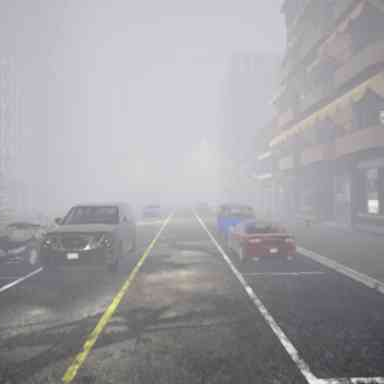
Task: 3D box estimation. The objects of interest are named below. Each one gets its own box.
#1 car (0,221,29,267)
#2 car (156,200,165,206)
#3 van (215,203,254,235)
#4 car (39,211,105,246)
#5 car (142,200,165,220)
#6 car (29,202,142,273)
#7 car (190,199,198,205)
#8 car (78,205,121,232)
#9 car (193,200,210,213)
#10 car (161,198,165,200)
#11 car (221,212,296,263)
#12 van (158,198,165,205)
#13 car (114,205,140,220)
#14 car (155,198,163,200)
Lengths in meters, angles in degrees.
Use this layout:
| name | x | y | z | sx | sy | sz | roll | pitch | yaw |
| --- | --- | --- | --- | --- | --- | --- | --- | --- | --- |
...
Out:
| name | x | y | z | sx | sy | sz | roll | pitch | yaw |
| --- | --- | --- | --- | --- | --- | --- | --- | --- | --- |
| car | -5.966 | 1.753 | 12.062 | 2.008 | 1.369 | 4.403 | -1 | -1 | -2 |
| car | -7.968 | 2.672 | 83.827 | 1.947 | 1.339 | 4.313 | -1 | -1 | -2 |
| van | 2.254 | 1.525 | 17.819 | 1.690 | 1.788 | 3.998 | -1 | -1 | -2 |
| car | -6.121 | 1.819 | 17.584 | 2.008 | 1.369 | 4.403 | -1 | -1 | -2 |
| car | -3.853 | 1.902 | 32.897 | 1.882 | 1.535 | 5.008 | -1 | -1 | -2 |
| car | -3.264 | 1.392 | 11.650 | 2.150 | 2.045 | 5.566 | -1 | -1 | -2 |
| car | 0.408 | 2.566 | 84.061 | 1.887 | 1.381 | 4.507 | -1 | -1 | -2 |
| car | -6.276 | 1.775 | 23.105 | 1.967 | 1.590 | 4.097 | -1 | -1 | -2 |
| car | 1.487 | 2.086 | 45.419 | 1.947 | 1.339 | 4.313 | -1 | -1 | -2 |
| car | -7.818 | 2.348 | 78.310 | 2.192 | 1.841 | 5.009 | -1 | -1 | -2 |
| car | 2.411 | 1.663 | 12.297 | 1.887 | 1.381 | 4.507 | -1 | -1 | -2 |
| van | -8.126 | 2.521 | 89.350 | 1.690 | 1.788 | 3.998 | -1 | -1 | -2 |
| car | -6.582 | 2.034 | 34.144 | 1.947 | 1.339 | 4.313 | -1 | -1 | -2 |
| car | -7.506 | 2.454 | 67.267 | 1.947 | 1.339 | 4.313 | -1 | -1 | -2 |
